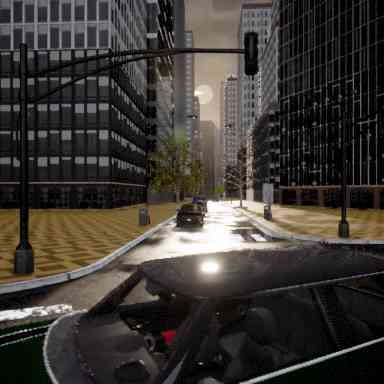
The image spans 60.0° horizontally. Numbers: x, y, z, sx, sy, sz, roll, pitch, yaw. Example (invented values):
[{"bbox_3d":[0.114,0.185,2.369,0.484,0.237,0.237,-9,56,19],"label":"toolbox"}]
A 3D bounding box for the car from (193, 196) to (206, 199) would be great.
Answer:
[{"bbox_3d":[1.077,1.554,46.141,2.150,2.045,5.566,0,0,3],"label":"car"}]

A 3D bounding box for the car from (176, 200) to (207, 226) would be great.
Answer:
[{"bbox_3d":[-0.070,1.654,25.294,1.882,1.535,5.008,0,0,3],"label":"car"}]

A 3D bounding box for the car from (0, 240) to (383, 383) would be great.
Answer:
[{"bbox_3d":[0.060,1.364,2.738,4.553,1.767,2.097,0,0,-26],"label":"car"}]

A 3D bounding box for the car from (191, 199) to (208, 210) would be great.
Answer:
[{"bbox_3d":[0.493,1.777,35.498,1.812,1.442,4.674,0,0,3],"label":"car"}]
